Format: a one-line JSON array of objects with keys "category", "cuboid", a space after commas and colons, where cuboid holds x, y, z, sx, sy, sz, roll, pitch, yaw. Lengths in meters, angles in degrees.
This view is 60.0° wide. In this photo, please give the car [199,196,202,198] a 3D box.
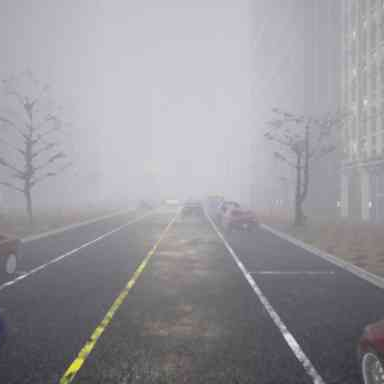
[{"category": "car", "cuboid": [0.052, 1.537, 46.058, 1.812, 1.442, 4.674, 0, 0, 0]}]

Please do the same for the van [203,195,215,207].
[{"category": "van", "cuboid": [2.662, 1.353, 52.830, 1.690, 1.788, 3.998, 1, 0, 0]}]

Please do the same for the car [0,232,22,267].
[{"category": "car", "cuboid": [-5.689, 1.547, 7.655, 1.887, 1.381, 4.507, 1, 0, 0]}]

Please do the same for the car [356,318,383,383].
[{"category": "car", "cuboid": [2.695, 1.583, 2.056, 1.802, 1.307, 4.206, 0, 0, 0]}]

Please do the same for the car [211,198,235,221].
[{"category": "car", "cuboid": [2.681, 1.448, 24.623, 1.967, 1.590, 4.097, 1, 0, 0]}]

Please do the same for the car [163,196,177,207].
[{"category": "car", "cuboid": [-3.079, 1.537, 52.588, 1.812, 1.442, 4.674, 0, 0, 1]}]

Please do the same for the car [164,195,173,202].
[{"category": "car", "cuboid": [-5.740, 1.560, 81.012, 2.008, 1.369, 4.403, 1, 0, 0]}]

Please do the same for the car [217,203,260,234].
[{"category": "car", "cuboid": [2.683, 1.551, 18.981, 1.887, 1.381, 4.507, 1, 0, 0]}]

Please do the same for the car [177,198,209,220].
[{"category": "car", "cuboid": [0.079, 1.500, 28.415, 2.128, 1.511, 4.902, 0, 0, 0]}]

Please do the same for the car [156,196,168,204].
[{"category": "car", "cuboid": [-5.728, 1.561, 64.084, 2.008, 1.369, 4.403, 1, 0, 0]}]

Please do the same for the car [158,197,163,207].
[{"category": "car", "cuboid": [-5.720, 1.562, 52.798, 2.008, 1.369, 4.403, 1, 0, 0]}]

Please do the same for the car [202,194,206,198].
[{"category": "car", "cuboid": [2.666, 1.327, 47.188, 2.192, 1.841, 5.009, 1, 0, 0]}]

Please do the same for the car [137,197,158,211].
[{"category": "car", "cuboid": [-5.711, 1.451, 41.513, 1.967, 1.590, 4.097, 1, 0, 0]}]

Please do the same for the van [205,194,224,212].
[{"category": "van", "cuboid": [2.674, 1.352, 35.905, 1.690, 1.788, 3.998, 1, 0, 0]}]

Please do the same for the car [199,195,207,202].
[{"category": "car", "cuboid": [2.641, 1.535, 81.207, 1.752, 1.417, 4.829, 1, 0, 0]}]

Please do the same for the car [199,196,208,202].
[{"category": "car", "cuboid": [2.644, 1.593, 75.395, 1.802, 1.307, 4.206, 1, 0, 0]}]

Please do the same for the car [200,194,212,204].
[{"category": "car", "cuboid": [2.655, 1.327, 64.113, 2.192, 1.841, 5.009, 1, 0, 0]}]

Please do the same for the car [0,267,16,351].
[{"category": "car", "cuboid": [-3.104, 1.601, 1.710, 1.895, 1.301, 4.718, 0, 0, 0]}]
